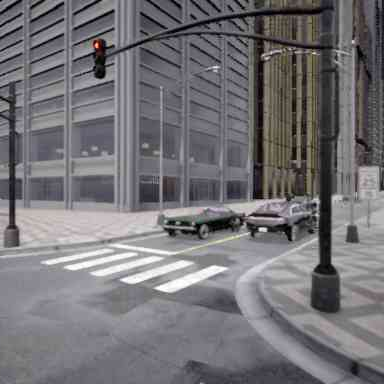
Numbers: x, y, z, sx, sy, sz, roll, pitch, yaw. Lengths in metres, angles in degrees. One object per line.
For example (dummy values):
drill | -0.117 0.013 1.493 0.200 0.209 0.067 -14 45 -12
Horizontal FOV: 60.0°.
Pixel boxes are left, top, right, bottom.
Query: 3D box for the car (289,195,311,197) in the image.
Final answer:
car | 8.424 1.001 26.434 1.837 1.490 4.892 0 2 36

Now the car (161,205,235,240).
car | 0.675 1.325 15.638 1.895 1.301 4.718 0 1 35

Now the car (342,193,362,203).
car | 21.344 0.752 44.237 1.895 1.301 4.718 0 1 36

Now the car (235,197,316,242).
car | 4.135 1.208 14.905 2.128 1.511 4.902 0 1 35
